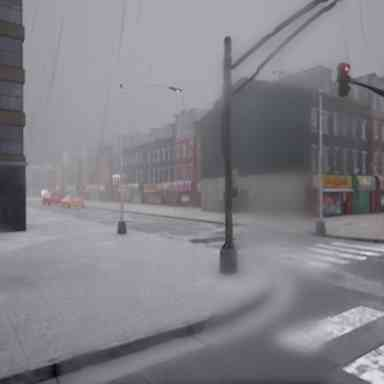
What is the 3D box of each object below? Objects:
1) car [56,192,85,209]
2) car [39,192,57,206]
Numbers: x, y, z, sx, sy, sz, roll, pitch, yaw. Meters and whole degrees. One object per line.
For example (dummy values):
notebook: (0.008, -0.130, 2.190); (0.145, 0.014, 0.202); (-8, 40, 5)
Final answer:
car: (-15.597, 1.170, 43.195); (2.097, 1.767, 4.553); (-1, 0, -36)
car: (-21.339, 1.009, 51.133); (2.150, 2.045, 5.566); (0, 0, -36)
